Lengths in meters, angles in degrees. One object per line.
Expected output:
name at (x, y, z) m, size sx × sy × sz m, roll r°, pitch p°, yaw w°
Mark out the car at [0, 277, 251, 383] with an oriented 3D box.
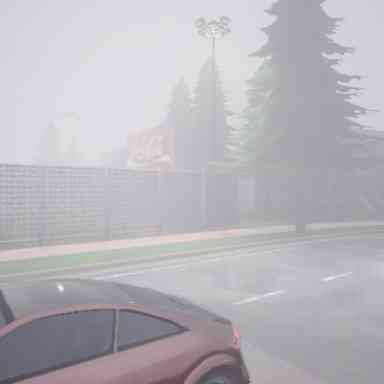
car at (-1.493, 1.563, 2.864) m, size 4.181 × 1.385 × 1.994 m, roll 0°, pitch 0°, yaw -35°
